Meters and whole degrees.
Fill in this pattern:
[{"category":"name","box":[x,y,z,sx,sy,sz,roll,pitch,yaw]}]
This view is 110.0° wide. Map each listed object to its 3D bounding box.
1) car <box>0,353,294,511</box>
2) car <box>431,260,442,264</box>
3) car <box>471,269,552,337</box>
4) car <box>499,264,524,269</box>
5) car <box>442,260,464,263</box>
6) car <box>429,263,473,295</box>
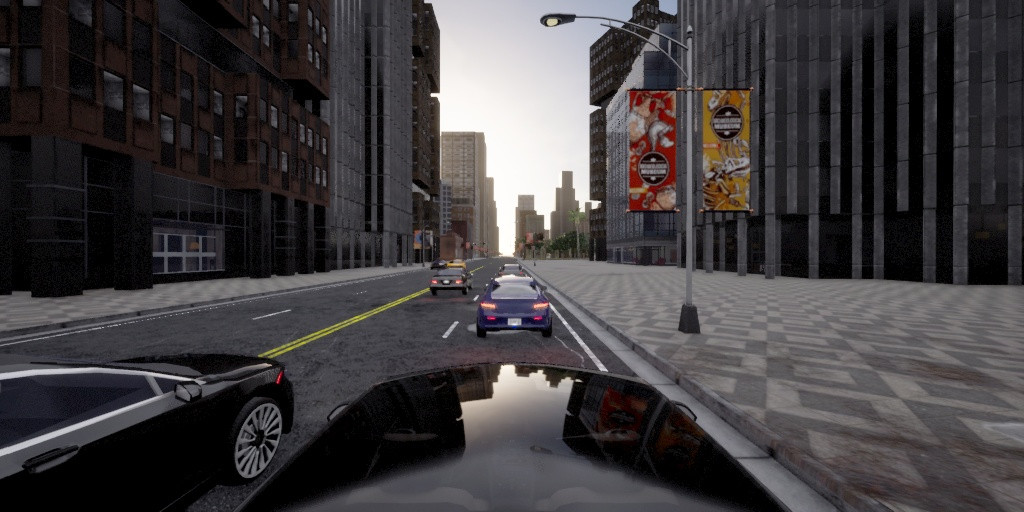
[{"category":"car","box":[-3.149,1.242,1.731,2.128,1.511,4.902,0,0,0]},{"category":"car","box":[-10.065,1.246,50.190,2.033,1.411,5.357,0,0,0]},{"category":"car","box":[0.048,1.274,10.151,1.812,1.442,4.674,0,0,0]},{"category":"car","box":[-0.024,1.306,26.840,1.994,1.385,4.181,0,0,0]},{"category":"car","box":[-6.801,1.194,43.595,1.882,1.535,5.008,0,0,0]},{"category":"car","box":[-3.230,1.292,19.769,2.033,1.411,5.357,0,0,-2]}]
